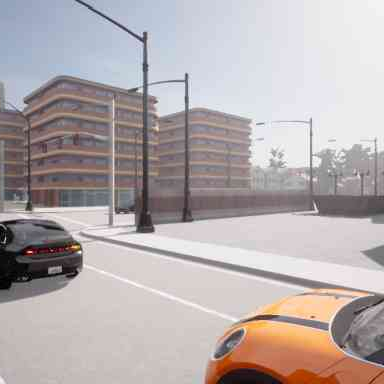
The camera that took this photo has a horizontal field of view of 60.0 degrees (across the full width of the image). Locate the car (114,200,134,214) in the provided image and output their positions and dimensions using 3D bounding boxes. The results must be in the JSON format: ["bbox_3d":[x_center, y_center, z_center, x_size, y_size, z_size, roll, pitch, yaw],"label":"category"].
[{"bbox_3d":[-5.997,1.547,35.292,5.357,1.411,2.033,0,0,-44],"label":"car"}]

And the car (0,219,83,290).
[{"bbox_3d":[-4.726,1.505,9.238,1.837,1.490,4.892,0,0,-43],"label":"car"}]

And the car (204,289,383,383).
[{"bbox_3d":[2.264,1.352,2.345,4.553,1.767,2.097,0,0,40],"label":"car"}]
